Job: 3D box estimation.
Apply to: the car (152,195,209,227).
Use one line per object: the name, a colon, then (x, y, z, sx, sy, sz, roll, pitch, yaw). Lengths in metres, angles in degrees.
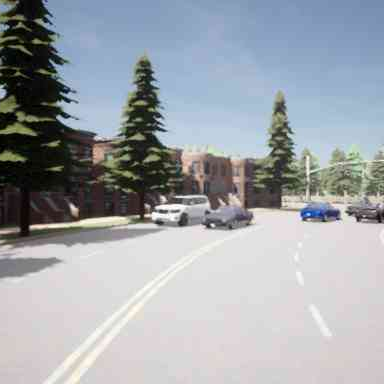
car: (-0.553, 1.251, 23.804, 2.150, 2.045, 5.566, 0, 0, 29)

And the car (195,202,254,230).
car: (2.557, 1.613, 22.210, 2.033, 1.411, 5.357, 0, 0, 29)

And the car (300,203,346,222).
car: (10.778, 1.626, 27.765, 1.882, 1.535, 5.008, 0, 0, 43)

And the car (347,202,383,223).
car: (14.908, 1.675, 27.079, 4.902, 1.511, 2.128, 1, 0, -44)
